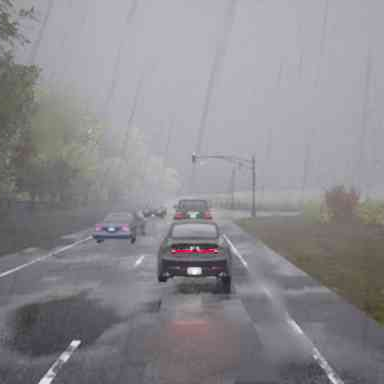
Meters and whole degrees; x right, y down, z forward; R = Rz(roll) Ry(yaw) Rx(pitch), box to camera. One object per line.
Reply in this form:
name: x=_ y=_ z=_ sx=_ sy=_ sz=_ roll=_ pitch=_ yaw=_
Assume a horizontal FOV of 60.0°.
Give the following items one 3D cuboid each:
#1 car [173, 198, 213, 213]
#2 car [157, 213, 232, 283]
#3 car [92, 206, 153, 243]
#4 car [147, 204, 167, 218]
car: x=0.059 y=1.351 z=19.808 sx=2.150 sy=2.045 sz=5.566 roll=0 pitch=0 yaw=0
car: x=0.076 y=1.567 z=9.840 sx=1.837 sy=1.490 sz=4.892 roll=0 pitch=-1 yaw=0
car: x=-3.435 y=1.657 z=16.670 sx=2.033 sy=1.411 sz=5.357 roll=0 pitch=0 yaw=0
car: x=-3.467 y=1.808 z=31.813 sx=1.895 sy=1.301 sz=4.718 roll=0 pitch=0 yaw=0
